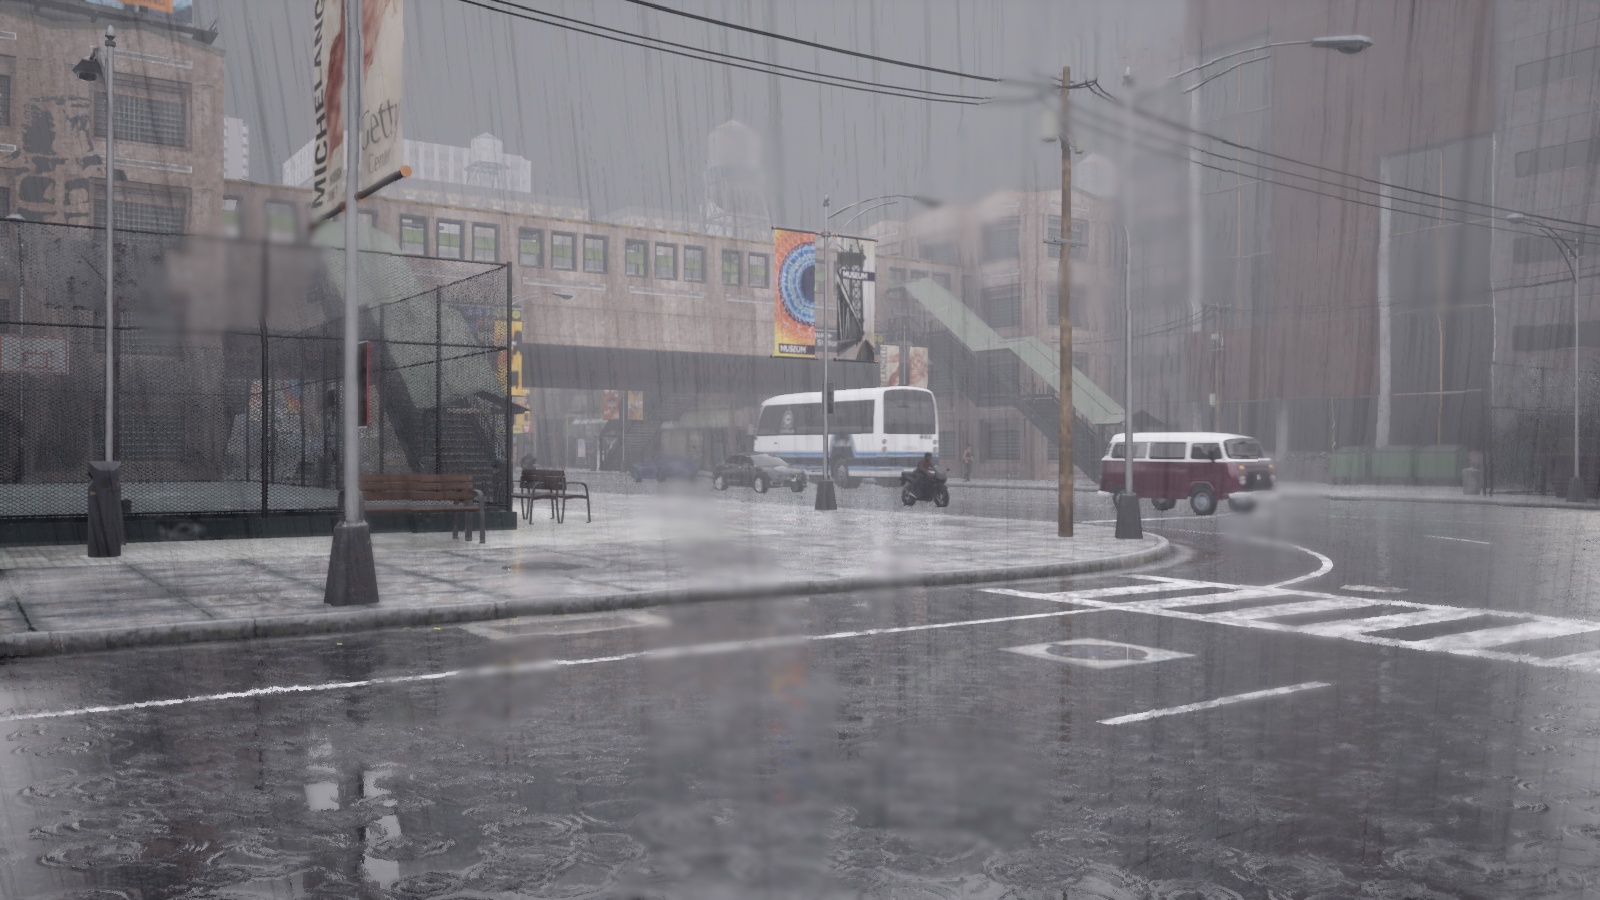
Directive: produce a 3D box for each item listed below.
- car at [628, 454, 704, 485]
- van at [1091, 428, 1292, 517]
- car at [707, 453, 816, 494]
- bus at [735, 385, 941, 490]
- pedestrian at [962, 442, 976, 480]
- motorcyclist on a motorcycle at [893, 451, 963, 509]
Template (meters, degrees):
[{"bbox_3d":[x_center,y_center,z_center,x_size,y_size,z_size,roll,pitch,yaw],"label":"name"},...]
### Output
[{"bbox_3d":[-6.652,0.936,61.967,1.812,1.442,4.674,0,0,-34],"label":"car"},{"bbox_3d":[9.702,0.525,31.446,2.069,2.038,4.480,0,0,-34],"label":"van"},{"bbox_3d":[-1.538,0.871,48.080,1.837,1.490,4.892,0,0,-34],"label":"car"},{"bbox_3d":[1.449,-0.497,56.160,3.944,4.253,10.273,0,0,-34],"label":"bus"},{"bbox_3d":[8.175,0.533,60.726,0.345,1.836,0.594,0,0,-42],"label":"pedestrian"},{"bbox_3d":[3.487,0.804,34.394,0.797,1.523,2.044,0,0,-34],"label":"motorcyclist on a motorcycle"}]
